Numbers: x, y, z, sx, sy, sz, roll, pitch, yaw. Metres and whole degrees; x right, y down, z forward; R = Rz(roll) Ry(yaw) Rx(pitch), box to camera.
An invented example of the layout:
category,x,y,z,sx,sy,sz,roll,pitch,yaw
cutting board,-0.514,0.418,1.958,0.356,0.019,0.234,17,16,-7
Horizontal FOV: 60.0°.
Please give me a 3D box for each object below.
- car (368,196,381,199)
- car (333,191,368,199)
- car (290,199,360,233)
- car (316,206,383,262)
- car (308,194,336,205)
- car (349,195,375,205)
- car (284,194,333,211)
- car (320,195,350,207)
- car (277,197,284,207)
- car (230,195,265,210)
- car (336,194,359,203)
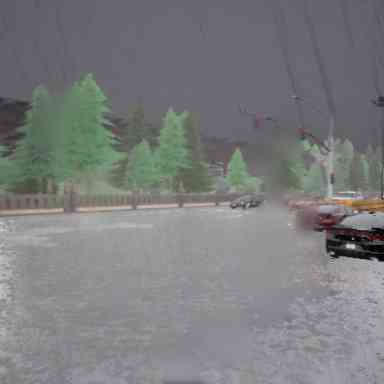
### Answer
category,x,y,z,sx,sy,sz,roll,pitch,yaw
car,24.390,1.289,44.679,4.181,1.385,1.994,0,1,-44
car,17.728,0.952,38.017,5.566,2.045,2.150,0,1,-45
car,7.342,1.343,17.314,1.882,1.535,5.008,1,1,45
car,6.297,1.405,11.284,1.882,1.535,5.008,1,1,45
car,19.462,1.100,49.635,4.902,1.511,2.128,0,1,-45
car,26.583,1.210,51.825,2.033,1.411,5.357,1,1,45
car,10.983,1.089,31.222,2.097,1.767,4.553,1,1,45
car,19.052,1.147,44.295,5.008,1.535,1.882,0,1,-45
car,12.171,1.223,37.400,2.033,1.411,5.357,1,1,45
car,6.108,1.125,36.248,1.837,1.490,4.892,1,1,45
car,26.647,1.094,56.864,2.128,1.511,4.902,1,1,45
